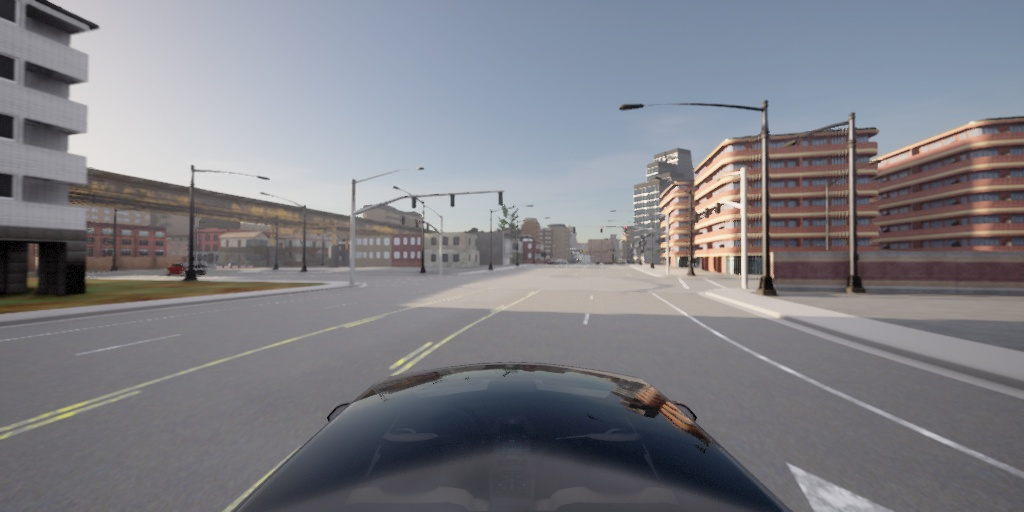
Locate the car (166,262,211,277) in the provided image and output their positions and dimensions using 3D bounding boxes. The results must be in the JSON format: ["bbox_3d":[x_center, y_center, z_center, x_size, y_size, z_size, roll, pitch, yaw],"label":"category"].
[{"bbox_3d":[-39.323,1.570,43.335,4.553,1.767,2.097,0,-1,20],"label":"car"}]
